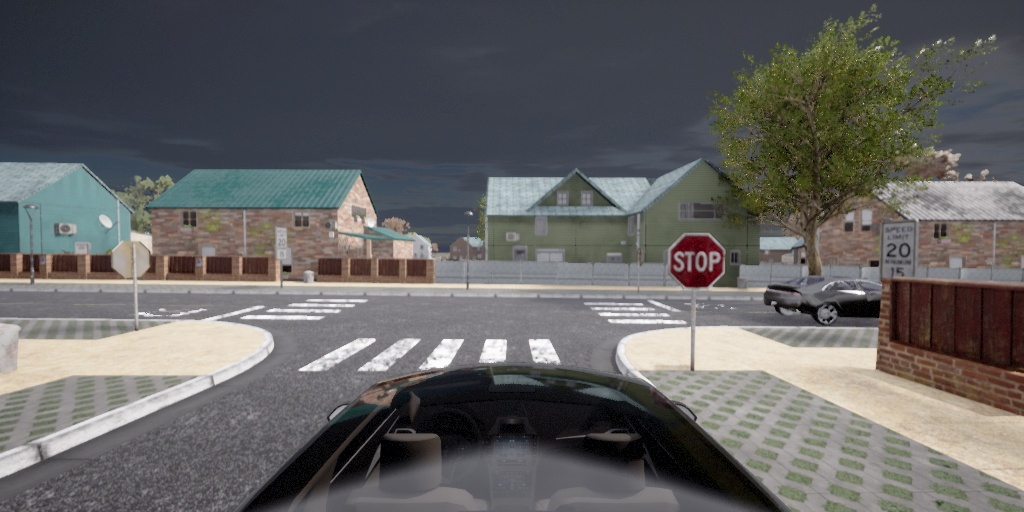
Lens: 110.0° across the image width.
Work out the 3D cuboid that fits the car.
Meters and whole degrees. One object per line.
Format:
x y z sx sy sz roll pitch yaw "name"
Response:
11.306 1.441 12.185 4.902 1.511 2.128 1 1 -1 "car"
